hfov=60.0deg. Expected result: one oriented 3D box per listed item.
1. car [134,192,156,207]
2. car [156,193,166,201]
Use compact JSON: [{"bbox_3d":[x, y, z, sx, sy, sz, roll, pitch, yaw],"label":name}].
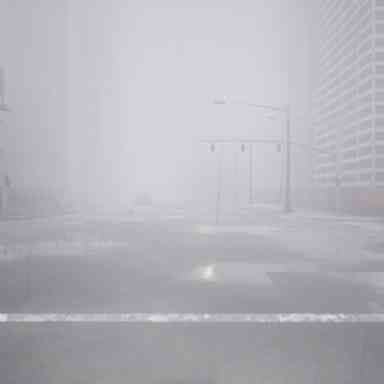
[{"bbox_3d":[-7.031,1.151,48.424,2.150,2.045,5.566,0,2,0],"label":"car"},{"bbox_3d":[-7.049,1.081,75.073,2.097,1.767,4.553,0,0,0],"label":"car"}]
